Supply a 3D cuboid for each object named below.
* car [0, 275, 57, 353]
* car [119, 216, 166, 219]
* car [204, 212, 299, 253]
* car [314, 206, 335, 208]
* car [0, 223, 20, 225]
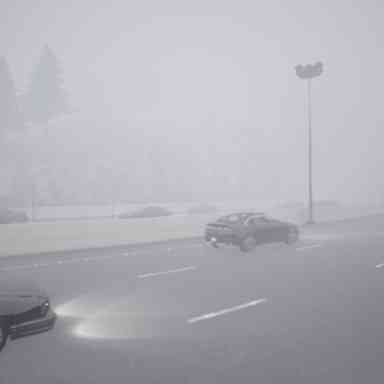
[{"bbox_3d":[-4.669,1.629,4.129,5.357,1.411,2.033,0,-1,-37],"label":"car"},{"bbox_3d":[-3.753,1.853,27.677,4.674,1.442,1.812,0,-1,-39],"label":"car"},{"bbox_3d":[2.716,1.632,14.494,4.902,1.511,2.128,0,-1,-39],"label":"car"},{"bbox_3d":[16.965,1.845,42.534,1.837,1.490,4.892,-1,0,43],"label":"car"},{"bbox_3d":[-14.414,1.854,23.863,4.902,1.511,2.128,0,-1,-36],"label":"car"}]
